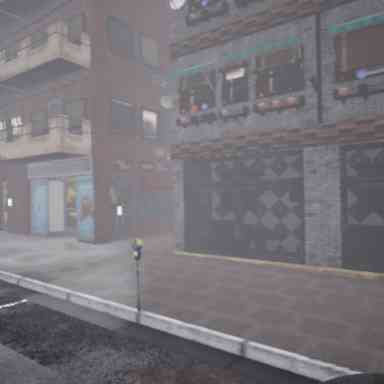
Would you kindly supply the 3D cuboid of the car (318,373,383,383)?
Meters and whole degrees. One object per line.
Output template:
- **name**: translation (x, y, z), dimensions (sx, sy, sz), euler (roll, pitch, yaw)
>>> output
- **car**: translation (2.463, 1.550, 1.134), dimensions (4.403, 1.369, 2.008), euler (0, -1, 36)
